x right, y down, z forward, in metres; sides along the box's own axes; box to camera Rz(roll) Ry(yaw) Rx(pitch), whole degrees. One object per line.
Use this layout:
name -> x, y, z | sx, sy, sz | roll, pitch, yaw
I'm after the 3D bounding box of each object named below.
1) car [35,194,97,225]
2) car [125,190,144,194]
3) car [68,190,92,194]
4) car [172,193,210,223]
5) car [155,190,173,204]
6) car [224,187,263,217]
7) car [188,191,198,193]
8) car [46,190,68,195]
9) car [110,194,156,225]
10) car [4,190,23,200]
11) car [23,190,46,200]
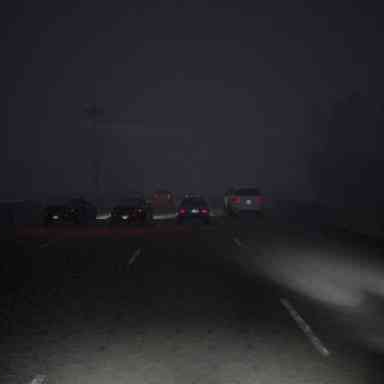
car -> -6.898, 1.037, 19.133 | 1.812, 1.442, 4.674 | 0, 1, 0
car -> -6.897, 0.502, 39.619 | 2.097, 1.767, 4.553 | 0, 1, 0
car -> -17.497, 0.433, 53.003 | 1.882, 1.535, 5.008 | 0, 1, 0
car -> 0.102, 1.033, 20.348 | 2.033, 1.411, 5.357 | 0, 1, 0
car -> -3.397, 0.497, 39.948 | 2.097, 1.767, 4.553 | 0, 1, 0
car -> 3.601, 0.637, 23.827 | 2.150, 2.045, 5.566 | 0, 1, 0
car -> 0.103, 0.648, 41.444 | 1.812, 1.442, 4.674 | 0, 1, 0
car -> -20.996, 0.492, 53.114 | 1.812, 1.442, 4.674 | 0, 1, 0
car -> -3.398, 1.037, 19.122 | 1.812, 1.442, 4.674 | 0, 1, 0
car -> -27.997, 0.439, 53.096 | 1.882, 1.535, 5.008 | 0, 1, 0
car -> -24.496, 0.494, 53.113 | 1.837, 1.490, 4.892 | 0, 1, 0
